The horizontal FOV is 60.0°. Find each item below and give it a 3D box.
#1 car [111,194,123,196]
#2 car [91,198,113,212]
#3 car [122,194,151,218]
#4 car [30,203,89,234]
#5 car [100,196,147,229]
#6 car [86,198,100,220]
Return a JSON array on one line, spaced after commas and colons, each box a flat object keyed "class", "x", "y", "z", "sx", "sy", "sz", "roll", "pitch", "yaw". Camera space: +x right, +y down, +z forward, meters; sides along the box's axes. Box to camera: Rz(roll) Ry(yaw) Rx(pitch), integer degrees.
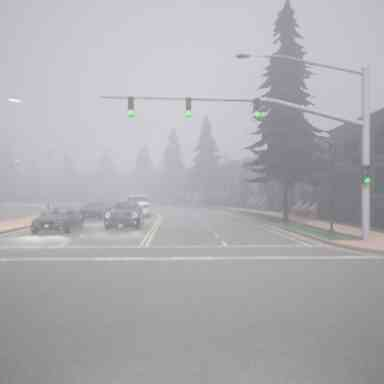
[{"class": "car", "x": -10.106, "y": 1.286, "z": 46.837, "sx": 2.150, "sy": 2.045, "sz": 5.566, "roll": 0, "pitch": -1, "yaw": -29}, {"class": "car", "x": -11.026, "y": 1.526, "z": 40.564, "sx": 1.882, "sy": 1.535, "sz": 5.008, "roll": 0, "pitch": 0, "yaw": -23}, {"class": "car", "x": -5.080, "y": 1.267, "z": 31.360, "sx": 2.150, "sy": 2.045, "sz": 5.566, "roll": 0, "pitch": 0, "yaw": -8}, {"class": "car", "x": -7.702, "y": 1.582, "z": 19.382, "sx": 1.994, "sy": 1.385, "sz": 4.181, "roll": 0, "pitch": 0, "yaw": -3}, {"class": "car", "x": -4.326, "y": 1.381, "z": 21.725, "sx": 2.097, "sy": 1.767, "sz": 4.553, "roll": 0, "pitch": 0, "yaw": -4}, {"class": "car", "x": -8.254, "y": 1.510, "z": 28.111, "sx": 1.882, "sy": 1.535, "sz": 5.008, "roll": 0, "pitch": 0, "yaw": -5}]
